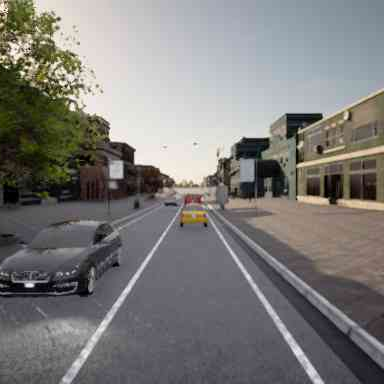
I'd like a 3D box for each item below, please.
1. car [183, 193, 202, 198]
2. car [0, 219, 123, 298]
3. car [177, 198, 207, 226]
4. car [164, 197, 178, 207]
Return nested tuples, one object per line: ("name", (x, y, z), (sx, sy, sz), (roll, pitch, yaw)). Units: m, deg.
("car", (0.098, 1.165, 42.032), (2.150, 2.045, 5.566), (0, 0, 0))
("car", (-3.100, 1.531, 8.773), (1.837, 1.490, 4.892), (0, 0, 0))
("car", (0.099, 1.491, 23.643), (1.801, 1.575, 5.366), (0, 0, 0))
("car", (-3.081, 1.434, 49.247), (2.033, 1.411, 5.357), (0, 0, 0))
